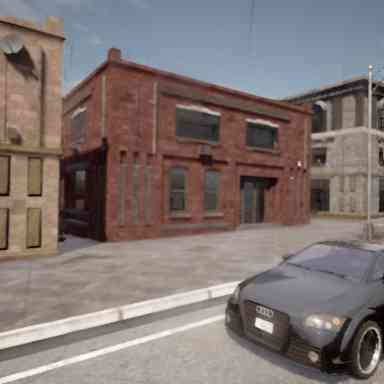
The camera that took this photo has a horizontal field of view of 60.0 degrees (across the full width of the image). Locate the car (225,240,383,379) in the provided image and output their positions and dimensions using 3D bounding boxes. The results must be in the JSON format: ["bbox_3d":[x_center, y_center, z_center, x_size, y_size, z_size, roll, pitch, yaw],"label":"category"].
[{"bbox_3d":[2.555,1.544,5.501,4.181,1.385,1.994,0,0,-36],"label":"car"}]
